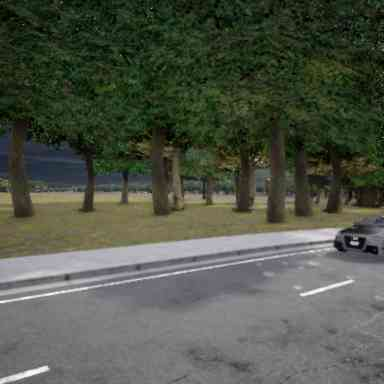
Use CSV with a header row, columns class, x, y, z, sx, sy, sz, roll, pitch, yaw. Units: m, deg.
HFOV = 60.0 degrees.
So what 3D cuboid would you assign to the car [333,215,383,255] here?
class,x,y,z,sx,sy,sz,roll,pitch,yaw
car,7.287,1.598,12.595,4.181,1.385,1.994,0,0,-33
